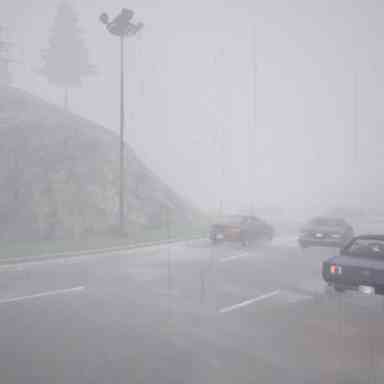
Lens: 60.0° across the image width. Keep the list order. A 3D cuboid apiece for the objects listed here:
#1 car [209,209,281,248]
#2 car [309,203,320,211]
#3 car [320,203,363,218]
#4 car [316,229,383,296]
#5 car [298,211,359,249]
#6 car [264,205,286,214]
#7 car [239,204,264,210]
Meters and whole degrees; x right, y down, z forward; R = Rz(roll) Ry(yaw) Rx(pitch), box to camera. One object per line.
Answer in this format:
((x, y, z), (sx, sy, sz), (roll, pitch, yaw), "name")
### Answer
((2.570, 1.826, 16.626), (1.812, 1.442, 4.674), (0, -1, 35), "car")
((18.232, 2.309, 46.594), (1.882, 1.535, 5.008), (1, -1, -9), "car")
((16.193, 2.186, 35.776), (2.033, 1.411, 5.357), (0, -1, -3), "car")
((5.097, 1.756, 8.516), (1.895, 1.301, 4.718), (-1, -1, 42), "car")
((6.356, 1.827, 15.534), (2.033, 1.411, 5.357), (0, -1, 30), "car")
((11.315, 2.441, 46.948), (1.895, 1.301, 4.718), (0, -1, -11), "car")
((7.800, 2.380, 45.502), (1.994, 1.385, 4.181), (0, -1, -10), "car")
